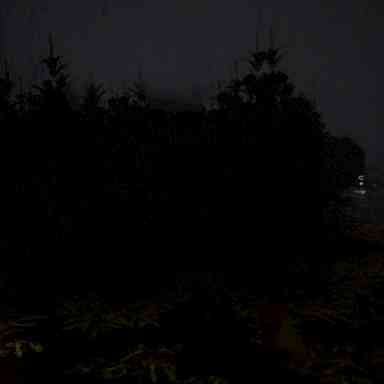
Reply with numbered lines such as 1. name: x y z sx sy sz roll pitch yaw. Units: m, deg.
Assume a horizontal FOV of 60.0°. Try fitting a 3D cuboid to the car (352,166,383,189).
1. car: 13.768 -1.196 25.764 2.097 1.767 4.553 0 4 20
